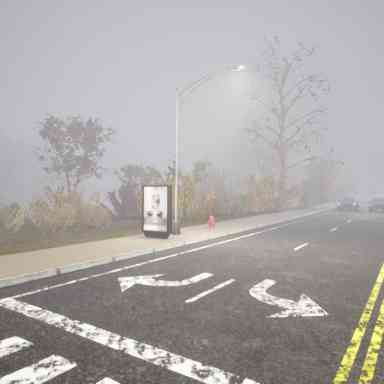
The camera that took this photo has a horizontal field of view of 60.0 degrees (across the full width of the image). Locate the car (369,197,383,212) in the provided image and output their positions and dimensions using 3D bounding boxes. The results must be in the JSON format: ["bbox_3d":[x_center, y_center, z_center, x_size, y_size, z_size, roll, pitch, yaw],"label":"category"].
[{"bbox_3d":[21.509,1.393,38.084,2.097,1.767,4.553,0,0,30],"label":"car"}]

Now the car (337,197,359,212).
[{"bbox_3d":[18.708,1.390,39.731,2.097,1.767,4.553,0,0,30],"label":"car"}]
